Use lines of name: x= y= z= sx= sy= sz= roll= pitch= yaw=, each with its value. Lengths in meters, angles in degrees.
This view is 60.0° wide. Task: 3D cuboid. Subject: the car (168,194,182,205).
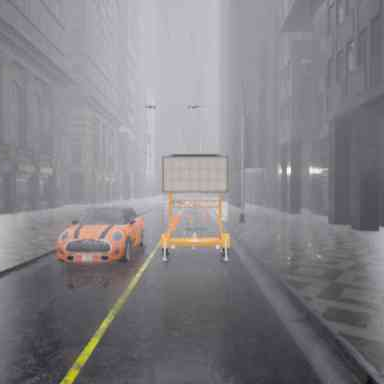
car: x=-2.587 y=1.371 z=56.066 sx=1.812 sy=1.442 sz=4.674 roll=0 pitch=0 yaw=1

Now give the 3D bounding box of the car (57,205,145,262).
car: x=-3.000 y=1.310 z=11.822 sx=2.097 sy=1.767 sz=4.553 roll=0 pitch=0 yaw=0

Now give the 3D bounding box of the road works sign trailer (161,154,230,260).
road works sign trailer: x=0.118 y=0.421 z=12.197 sx=2.380 sy=3.560 sz=2.880 roll=0 pitch=0 yaw=0
